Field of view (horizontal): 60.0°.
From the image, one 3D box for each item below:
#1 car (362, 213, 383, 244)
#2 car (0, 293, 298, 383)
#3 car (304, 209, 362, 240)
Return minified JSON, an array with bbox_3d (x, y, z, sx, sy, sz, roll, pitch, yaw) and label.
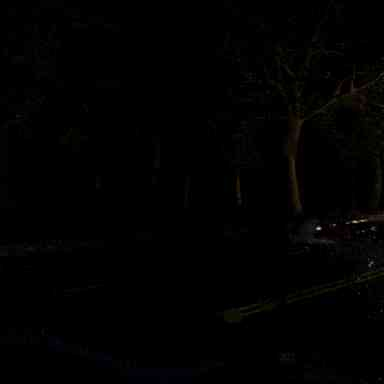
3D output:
[{"bbox_3d":[9.869,1.489,14.701,5.008,1.535,1.882,0,0,-35],"label":"car"},{"bbox_3d":[-1.600,1.547,2.295,5.357,1.411,2.033,0,0,-36],"label":"car"},{"bbox_3d":[7.713,1.575,17.155,4.181,1.385,1.994,0,0,-35],"label":"car"}]
